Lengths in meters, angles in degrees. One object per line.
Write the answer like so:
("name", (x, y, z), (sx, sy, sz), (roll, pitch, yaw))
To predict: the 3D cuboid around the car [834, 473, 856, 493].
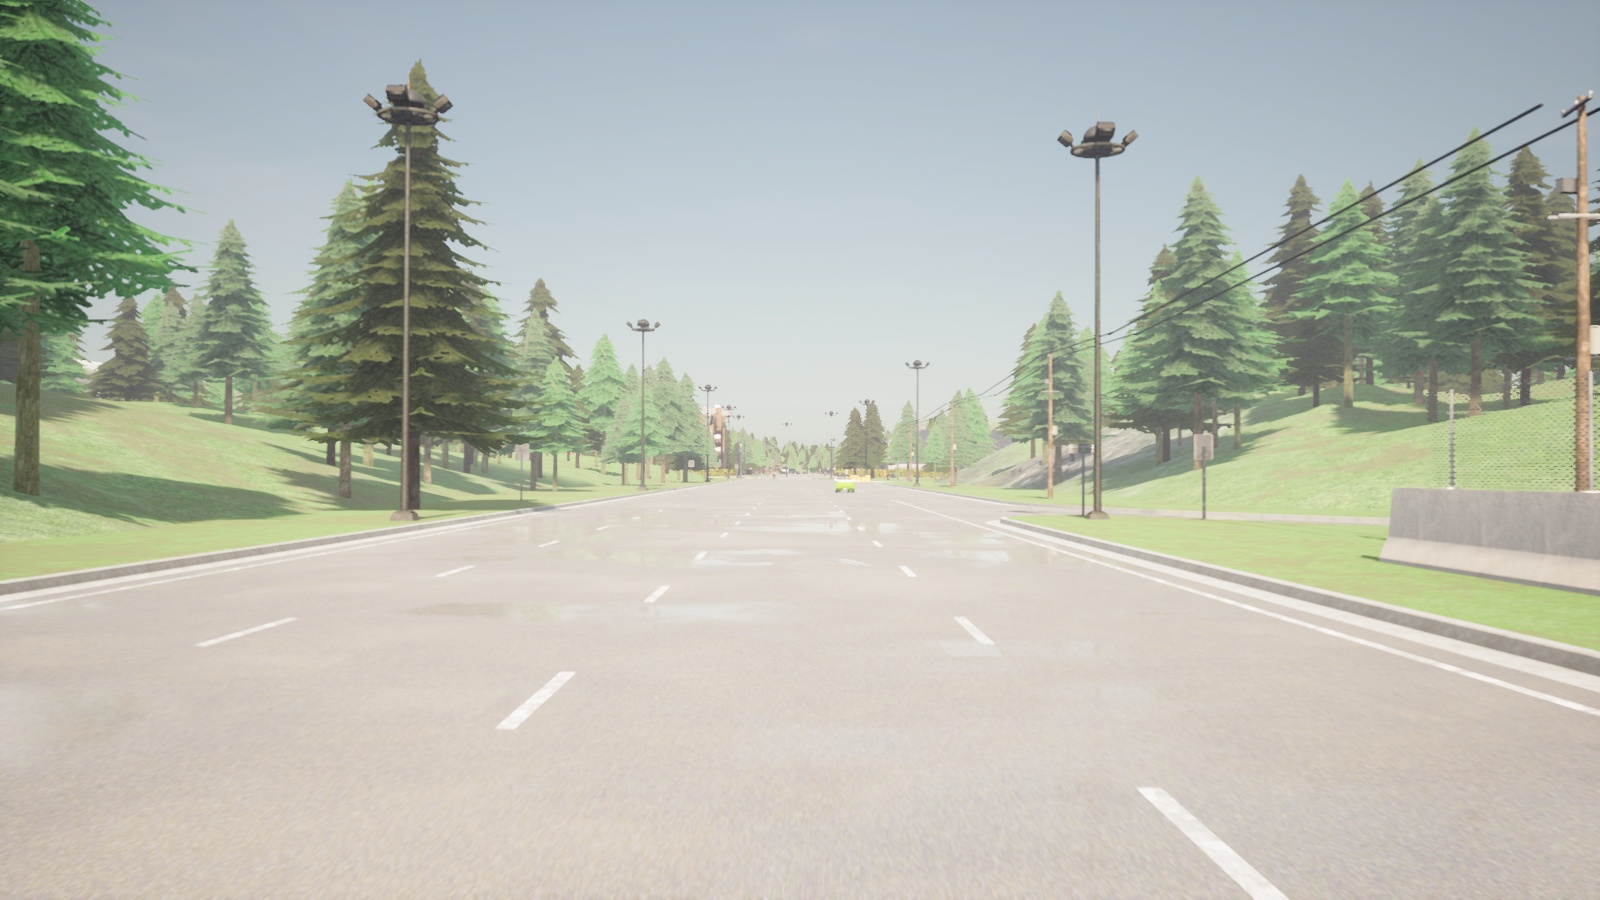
("car", (3.250, 2.375, 90.713), (1.481, 1.376, 2.207), (0, -1, 0))
